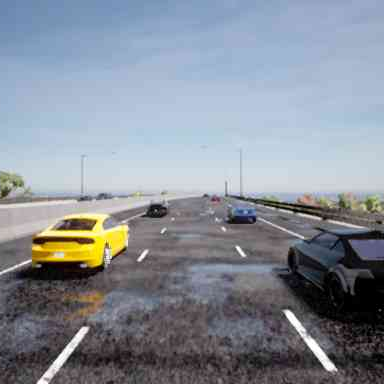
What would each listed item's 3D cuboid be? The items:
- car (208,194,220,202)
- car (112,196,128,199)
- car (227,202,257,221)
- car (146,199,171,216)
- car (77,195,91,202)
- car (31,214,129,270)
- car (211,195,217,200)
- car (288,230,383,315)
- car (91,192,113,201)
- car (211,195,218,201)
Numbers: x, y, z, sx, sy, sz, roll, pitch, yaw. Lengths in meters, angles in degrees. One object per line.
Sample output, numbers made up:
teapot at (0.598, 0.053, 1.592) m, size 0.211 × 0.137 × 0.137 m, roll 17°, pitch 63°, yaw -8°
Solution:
car at (5.039, 1.453, 71.064) m, size 1.994 × 1.385 × 4.181 m, roll 0°, pitch 0°, yaw 2°
car at (-12.850, 1.414, 62.006) m, size 1.812 × 1.442 × 4.674 m, roll 0°, pitch 0°, yaw 3°
car at (3.827, 1.479, 26.062) m, size 2.033 × 1.411 × 5.357 m, roll 0°, pitch 0°, yaw 1°
car at (-3.080, 1.413, 31.150) m, size 2.128 × 1.511 × 4.902 m, roll 0°, pitch 0°, yaw 1°
car at (-19.837, 1.390, 62.275) m, size 1.837 × 1.490 × 4.892 m, roll 0°, pitch 0°, yaw 2°
car at (-3.348, 1.443, 10.898) m, size 1.882 × 1.535 × 5.008 m, roll 0°, pitch 0°, yaw 0°
car at (6.102, 1.438, 92.883) m, size 1.812 × 1.442 × 4.674 m, roll 0°, pitch 0°, yaw 3°
car at (3.632, 1.540, 7.612) m, size 1.994 × 1.385 × 4.181 m, roll 0°, pitch 0°, yaw 0°
car at (-16.342, 1.109, 62.099) m, size 2.150 × 2.045 × 5.566 m, roll 0°, pitch 0°, yaw 2°
car at (5.535, 1.425, 81.975) m, size 1.812 × 1.442 × 4.674 m, roll 0°, pitch 0°, yaw 3°
